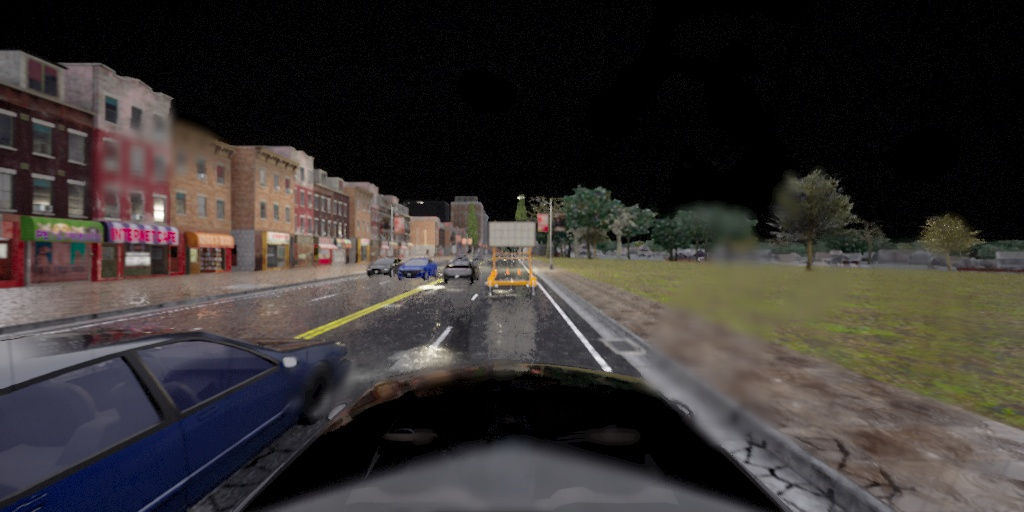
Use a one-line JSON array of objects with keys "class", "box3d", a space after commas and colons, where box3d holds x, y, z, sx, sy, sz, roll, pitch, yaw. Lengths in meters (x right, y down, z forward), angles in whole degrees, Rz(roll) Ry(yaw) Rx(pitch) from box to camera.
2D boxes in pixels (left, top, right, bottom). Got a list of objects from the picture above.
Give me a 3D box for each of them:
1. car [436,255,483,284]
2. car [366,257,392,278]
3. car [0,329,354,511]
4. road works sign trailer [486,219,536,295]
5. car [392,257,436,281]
[{"class": "car", "box3d": [-3.149, 0.931, 22.989, 2.128, 1.511, 4.902, 0, 1, 0]}, {"class": "car", "box3d": [-9.846, 0.865, 28.409, 1.837, 1.490, 4.892, 0, 1, 0]}, {"class": "car", "box3d": [-3.150, 1.285, 2.571, 2.033, 1.411, 5.357, 0, 1, 0]}, {"class": "road works sign trailer", "box3d": [-0.001, -0.022, 17.950, 2.380, 3.560, 2.880, 0, 0, 0]}, {"class": "car", "box3d": [-6.598, 0.881, 25.494, 1.882, 1.535, 5.008, 0, 1, 0]}]
